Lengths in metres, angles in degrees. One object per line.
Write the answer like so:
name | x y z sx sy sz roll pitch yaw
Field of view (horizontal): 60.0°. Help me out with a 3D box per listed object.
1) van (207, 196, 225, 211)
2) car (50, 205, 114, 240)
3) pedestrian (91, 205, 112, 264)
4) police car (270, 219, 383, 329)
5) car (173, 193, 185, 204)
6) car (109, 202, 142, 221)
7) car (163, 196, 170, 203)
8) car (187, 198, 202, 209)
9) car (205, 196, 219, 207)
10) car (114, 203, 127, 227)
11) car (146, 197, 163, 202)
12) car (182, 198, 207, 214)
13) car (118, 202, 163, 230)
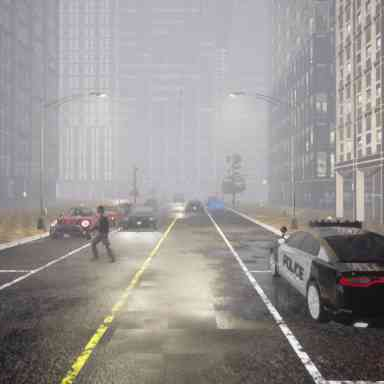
van | 2.921 1.344 39.406 1.690 1.788 3.998 1 0 0
car | -5.588 1.442 16.889 1.967 1.590 4.097 1 0 0
pedestrian | -2.816 1.295 10.335 0.375 1.860 0.375 1 -1 0
police car | 3.039 1.427 7.282 1.930 1.638 5.238 0 0 0
car | -2.628 1.217 66.414 2.150 2.045 5.566 0 0 0
car | -5.526 1.569 28.174 1.947 1.339 4.313 1 0 0
car | -5.432 1.550 67.671 2.008 1.369 4.403 1 0 0
car | 0.325 1.567 45.460 1.994 1.385 4.181 0 0 1
car | 2.983 1.442 50.689 1.967 1.590 4.097 1 0 0
car | -5.557 1.584 22.532 1.802 1.307 4.206 1 0 0
car | -5.431 1.569 45.102 1.947 1.339 4.313 1 0 0
car | 0.288 1.567 35.527 1.994 1.385 4.181 0 0 1
car | -2.988 1.564 20.730 1.994 1.385 4.181 0 0 0
